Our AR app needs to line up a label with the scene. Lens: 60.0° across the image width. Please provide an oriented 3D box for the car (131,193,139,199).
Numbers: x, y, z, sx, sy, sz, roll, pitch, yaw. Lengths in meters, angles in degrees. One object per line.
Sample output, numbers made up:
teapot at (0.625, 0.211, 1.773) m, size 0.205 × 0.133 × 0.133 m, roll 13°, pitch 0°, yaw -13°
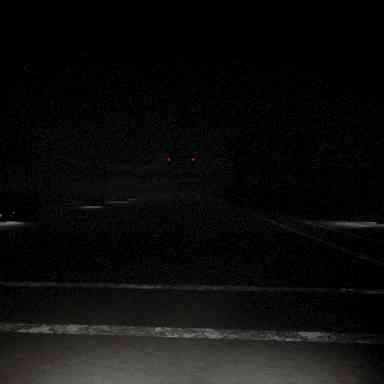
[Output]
car at (-14.011, 0.876, 80.472) m, size 1.895 × 1.301 × 4.718 m, roll 0°, pitch 1°, yaw 0°

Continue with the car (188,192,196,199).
car at (-0.011, 0.880, 77.646) m, size 1.812 × 1.442 × 4.674 m, roll 0°, pitch 1°, yaw 0°

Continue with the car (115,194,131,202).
car at (-14.020, 1.112, 66.032) m, size 1.812 × 1.442 × 4.674 m, roll 0°, pitch 1°, yaw 0°

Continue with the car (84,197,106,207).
car at (-14.107, 1.383, 48.866) m, size 2.033 × 1.411 × 5.357 m, roll 0°, pitch 1°, yaw 0°

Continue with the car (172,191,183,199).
car at (-3.511, 0.846, 77.051) m, size 1.882 × 1.535 × 5.008 m, roll 0°, pitch 1°, yaw 0°

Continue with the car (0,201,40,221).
car at (-14.106, 1.492, 26.958) m, size 1.837 × 1.490 × 4.892 m, roll 0°, pitch 0°, yaw 0°

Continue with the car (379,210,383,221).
car at (15.829, 1.353, 23.523) m, size 4.553 × 1.767 × 2.097 m, roll 0°, pitch 0°, yaw -2°

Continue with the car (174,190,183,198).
car at (-3.512, 0.514, 87.288) m, size 2.097 × 1.767 × 4.553 m, roll 0°, pitch 1°, yaw 0°

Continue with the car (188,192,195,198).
car at (-0.012, 0.673, 87.772) m, size 1.812 × 1.442 × 4.674 m, roll 0°, pitch 1°, yaw 0°
